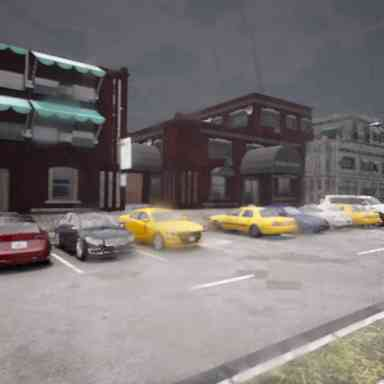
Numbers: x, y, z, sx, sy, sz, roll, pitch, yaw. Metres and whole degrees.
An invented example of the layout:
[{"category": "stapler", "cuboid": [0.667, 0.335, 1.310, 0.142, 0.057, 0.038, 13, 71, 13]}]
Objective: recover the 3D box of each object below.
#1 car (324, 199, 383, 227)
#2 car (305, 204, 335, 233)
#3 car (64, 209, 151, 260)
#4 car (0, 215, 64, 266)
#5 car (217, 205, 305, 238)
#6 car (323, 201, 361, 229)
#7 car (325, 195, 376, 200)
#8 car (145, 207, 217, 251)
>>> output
[{"category": "car", "cuboid": [9.672, 1.495, 22.421, 1.946, 1.575, 5.366, 1, 0, -35]}, {"category": "car", "cuboid": [5.349, 1.504, 19.127, 2.002, 1.452, 4.674, 0, 0, -35]}, {"category": "car", "cuboid": [-3.810, 1.469, 12.628, 2.231, 1.521, 4.892, 0, 0, -35]}, {"category": "car", "cuboid": [-6.090, 1.502, 11.037, 2.163, 1.488, 4.792, 0, 0, -35]}, {"category": "car", "cuboid": [2.984, 1.455, 17.672, 1.946, 1.575, 5.366, 0, 0, -35]}, {"category": "car", "cuboid": [7.519, 1.517, 20.662, 2.002, 1.452, 4.674, 0, 0, -35]}, {"category": "car", "cuboid": [12.063, 1.274, 23.857, 2.435, 2.045, 5.566, 1, 0, -35]}, {"category": "car", "cuboid": [-1.442, 1.462, 14.308, 2.097, 1.535, 5.008, 0, 0, -35]}]
